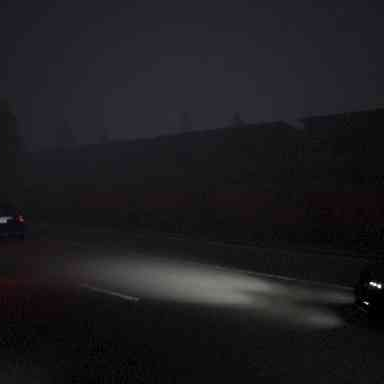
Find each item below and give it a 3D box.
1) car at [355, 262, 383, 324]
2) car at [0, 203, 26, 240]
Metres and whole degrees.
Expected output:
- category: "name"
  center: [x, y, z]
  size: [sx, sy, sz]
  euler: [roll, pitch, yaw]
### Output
- category: "car"
  center: [5.043, 1.502, 4.693]
  size: [4.902, 1.511, 2.128]
  euler: [0, 0, 35]
- category: "car"
  center: [-9.615, 1.230, 15.145]
  size: [4.553, 1.767, 2.097]
  euler: [1, 0, 35]
